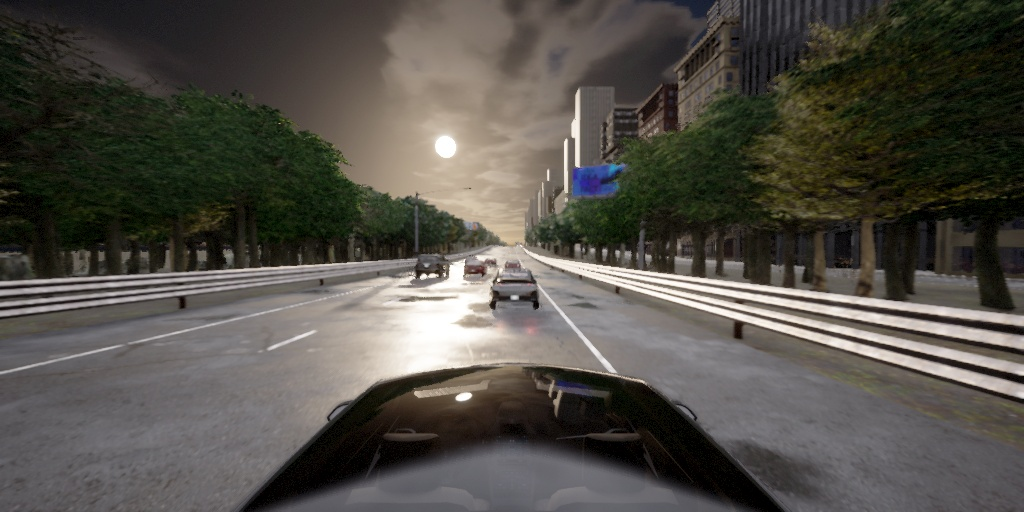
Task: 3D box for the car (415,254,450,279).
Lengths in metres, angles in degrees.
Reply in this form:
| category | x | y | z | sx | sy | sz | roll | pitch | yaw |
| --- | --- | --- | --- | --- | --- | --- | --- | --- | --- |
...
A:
| category | x | y | z | sx | sy | sz | roll | pitch | yaw |
| --- | --- | --- | --- | --- | --- | --- | --- | --- | --- |
| car | -6.913 | 0.856 | 31.656 | 2.150 | 2.045 | 5.566 | 0 | 1 | 0 |

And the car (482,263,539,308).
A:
| category | x | y | z | sx | sy | sz | roll | pitch | yaw |
| --- | --- | --- | --- | --- | --- | --- | --- | --- | --- |
| car | 0.093 | 1.242 | 15.149 | 2.128 | 1.511 | 4.902 | 0 | 0 | 0 |

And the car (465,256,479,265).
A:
| category | x | y | z | sx | sy | sz | roll | pitch | yaw |
| --- | --- | --- | --- | --- | --- | --- | --- | --- | --- |
| car | -6.922 | 0.741 | 62.544 | 1.994 | 1.385 | 4.181 | 0 | 1 | 0 |

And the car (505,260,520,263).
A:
| category | x | y | z | sx | sy | sz | roll | pitch | yaw |
| --- | --- | --- | --- | --- | --- | --- | --- | --- | --- |
| car | 0.085 | 1.103 | 43.255 | 1.895 | 1.301 | 4.718 | 0 | 1 | 0 |

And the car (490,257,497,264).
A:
| category | x | y | z | sx | sy | sz | roll | pitch | yaw |
| --- | --- | --- | --- | --- | --- | --- | --- | --- | --- |
| car | -3.420 | 0.865 | 58.379 | 1.895 | 1.301 | 4.718 | 0 | 1 | 0 |

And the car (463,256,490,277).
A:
| category | x | y | z | sx | sy | sz | roll | pitch | yaw |
| --- | --- | --- | --- | --- | --- | --- | --- | --- | --- |
| car | -3.411 | 1.087 | 33.808 | 1.882 | 1.535 | 5.008 | 0 | 1 | 0 |
